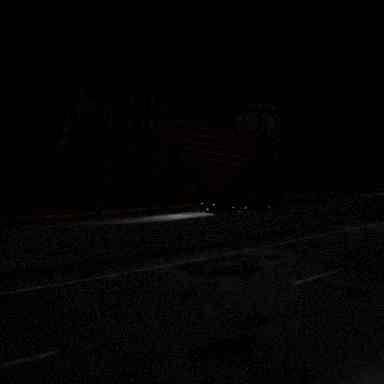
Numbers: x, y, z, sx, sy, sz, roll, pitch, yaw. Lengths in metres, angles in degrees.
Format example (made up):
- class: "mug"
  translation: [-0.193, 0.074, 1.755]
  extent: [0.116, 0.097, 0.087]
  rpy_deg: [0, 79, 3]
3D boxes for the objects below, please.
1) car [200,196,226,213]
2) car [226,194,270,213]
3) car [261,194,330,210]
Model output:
- class: "car"
  translation: [3.009, 0.935, 27.627]
  extent: [4.718, 1.301, 1.895]
  rpy_deg: [-3, 2, -35]
- class: "car"
  translation: [5.438, 0.859, 25.061]
  extent: [5.357, 1.411, 2.033]
  rpy_deg: [-3, 2, -35]
- class: "car"
  translation: [7.078, 0.935, 21.932]
  extent: [4.718, 1.301, 1.895]
  rpy_deg: [-3, 2, -35]
